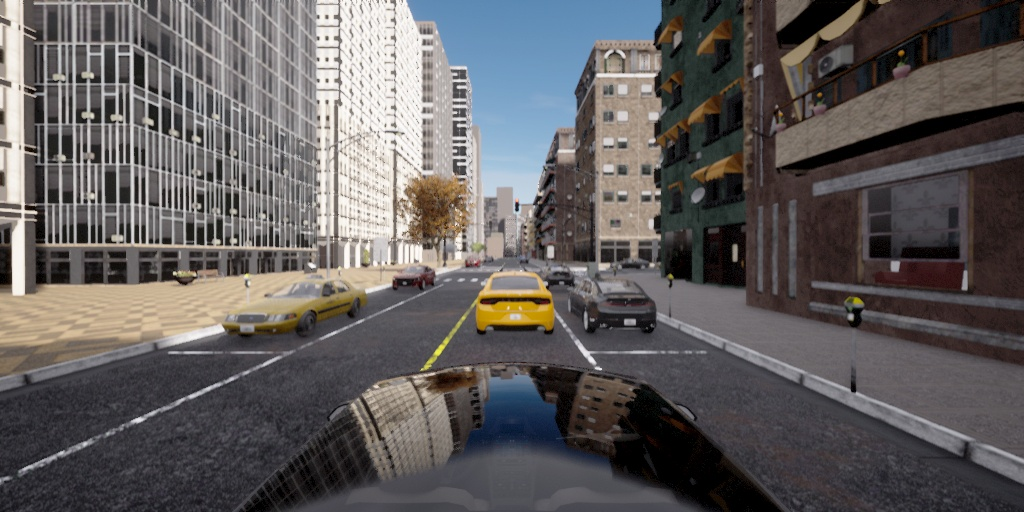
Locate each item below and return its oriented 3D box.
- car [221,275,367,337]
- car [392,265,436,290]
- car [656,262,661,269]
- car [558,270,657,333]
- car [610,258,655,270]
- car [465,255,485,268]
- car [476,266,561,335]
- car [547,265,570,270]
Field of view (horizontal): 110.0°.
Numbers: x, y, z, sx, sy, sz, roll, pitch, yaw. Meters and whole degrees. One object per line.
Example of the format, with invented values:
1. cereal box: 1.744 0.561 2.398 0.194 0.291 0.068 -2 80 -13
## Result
1. car: -5.706 1.229 10.134 1.751 1.417 4.829 0 0 0
2. car: -5.726 1.192 21.369 1.888 1.381 4.507 0 0 0
3. car: 18.763 0.792 40.881 4.829 1.417 1.751 0 0 -1
4. car: 2.673 1.254 10.318 2.007 1.370 4.403 0 0 0
5. car: 13.366 0.894 40.817 4.403 1.370 2.007 0 0 -1
6. car: -5.784 0.814 53.756 2.192 1.841 5.009 0 0 0
7. car: 0.073 1.181 10.408 1.882 1.535 5.008 0 0 0
8. car: 2.654 1.197 21.383 2.007 1.370 4.403 0 0 0
